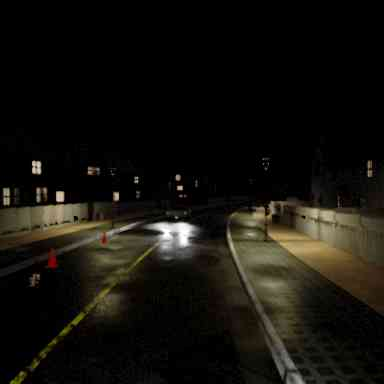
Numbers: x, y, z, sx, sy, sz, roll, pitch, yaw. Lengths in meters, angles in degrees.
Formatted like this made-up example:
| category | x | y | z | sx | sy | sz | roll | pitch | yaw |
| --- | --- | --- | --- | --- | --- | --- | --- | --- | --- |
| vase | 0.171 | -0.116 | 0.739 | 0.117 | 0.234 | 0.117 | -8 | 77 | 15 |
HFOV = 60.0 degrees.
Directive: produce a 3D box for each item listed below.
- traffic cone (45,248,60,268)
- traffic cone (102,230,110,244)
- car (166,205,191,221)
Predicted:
| category | x | y | z | sx | sy | sz | roll | pitch | yaw |
| --- | --- | --- | --- | --- | --- | --- | --- | --- | --- |
| traffic cone | -4.364 | 2.038 | 10.392 | 0.340 | 0.580 | 0.340 | 0 | 0 | 3 |
| traffic cone | -4.044 | 2.077 | 15.445 | 0.340 | 0.580 | 0.340 | 0 | 0 | 4 |
| car | -1.177 | 1.836 | 29.741 | 1.895 | 1.301 | 4.718 | 0 | 0 | 3 |
